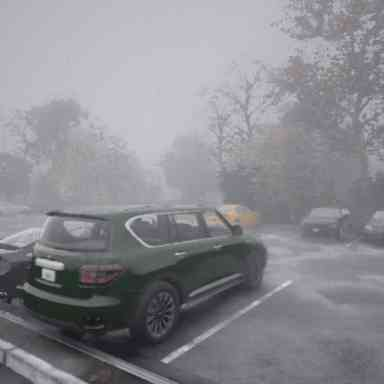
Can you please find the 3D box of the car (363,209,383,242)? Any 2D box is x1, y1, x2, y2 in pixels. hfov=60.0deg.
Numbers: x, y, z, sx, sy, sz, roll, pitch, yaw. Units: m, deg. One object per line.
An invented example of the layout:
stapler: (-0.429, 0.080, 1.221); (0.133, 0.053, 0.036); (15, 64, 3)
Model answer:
car: (9.431, 1.521, 15.784); (2.002, 1.452, 4.674); (0, 0, 36)

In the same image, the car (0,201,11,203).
car: (-20.557, 1.848, 37.181); (2.002, 1.452, 4.674); (-1, 0, 36)

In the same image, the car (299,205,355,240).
car: (7.164, 1.492, 17.405); (2.097, 1.535, 5.008); (0, 0, 36)

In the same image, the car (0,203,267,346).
car: (-0.425, 1.241, 6.780); (2.435, 2.045, 5.566); (0, 0, 35)

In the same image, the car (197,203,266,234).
car: (2.625, 1.528, 20.631); (2.097, 1.535, 5.008); (-1, 0, 36)
